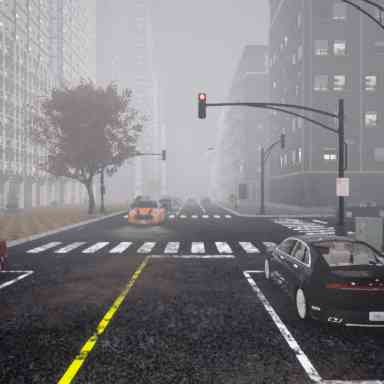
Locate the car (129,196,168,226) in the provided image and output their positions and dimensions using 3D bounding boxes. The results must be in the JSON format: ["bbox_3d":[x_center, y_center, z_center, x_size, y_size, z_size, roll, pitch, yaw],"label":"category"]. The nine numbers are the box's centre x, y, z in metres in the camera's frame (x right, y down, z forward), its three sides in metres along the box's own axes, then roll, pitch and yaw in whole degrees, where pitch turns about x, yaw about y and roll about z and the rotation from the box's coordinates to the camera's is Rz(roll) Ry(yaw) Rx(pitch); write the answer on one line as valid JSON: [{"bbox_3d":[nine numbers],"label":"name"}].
[{"bbox_3d":[-3.126,1.358,23.665,2.097,1.767,4.553,0,0,0],"label":"car"}]

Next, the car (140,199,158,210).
[{"bbox_3d":[-5.740,1.592,44.865,1.947,1.339,4.313,0,0,0],"label":"car"}]

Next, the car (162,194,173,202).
[{"bbox_3d":[-5.776,1.385,78.002,2.192,1.841,5.009,0,0,0],"label":"car"}]

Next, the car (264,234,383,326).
[{"bbox_3d":[2.681,1.551,6.963,2.008,1.369,4.403,0,0,0],"label":"car"}]

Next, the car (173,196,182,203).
[{"bbox_3d":[-3.076,1.642,71.401,1.895,1.301,4.718,0,0,0],"label":"car"}]

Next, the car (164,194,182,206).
[{"bbox_3d":[-3.149,1.529,56.201,2.128,1.511,4.902,0,0,0],"label":"car"}]

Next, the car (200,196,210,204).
[{"bbox_3d":[2.617,1.578,67.135,1.752,1.417,4.829,0,0,0],"label":"car"}]

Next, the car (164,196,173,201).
[{"bbox_3d":[-5.781,1.632,83.525,2.008,1.369,4.403,0,0,0],"label":"car"}]

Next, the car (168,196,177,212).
[{"bbox_3d":[-3.143,1.526,39.865,1.837,1.490,4.892,0,0,0],"label":"car"}]

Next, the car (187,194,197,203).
[{"bbox_3d":[-0.074,1.602,68.670,2.033,1.411,5.357,0,0,0],"label":"car"}]

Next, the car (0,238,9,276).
[{"bbox_3d":[-5.699,1.545,6.954,1.887,1.381,4.507,0,0,0],"label":"car"}]

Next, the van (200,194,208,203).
[{"bbox_3d":[2.611,1.402,72.489,1.690,1.788,3.998,0,0,0],"label":"van"}]

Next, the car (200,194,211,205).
[{"bbox_3d":[2.623,1.610,61.442,1.947,1.339,4.313,0,0,0],"label":"car"}]

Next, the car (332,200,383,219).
[{"bbox_3d":[13.397,1.350,26.380,4.403,1.369,2.008,-1,1,-1],"label":"car"}]

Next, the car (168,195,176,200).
[{"bbox_3d":[-5.793,1.654,94.571,2.008,1.369,4.403,0,0,0],"label":"car"}]
